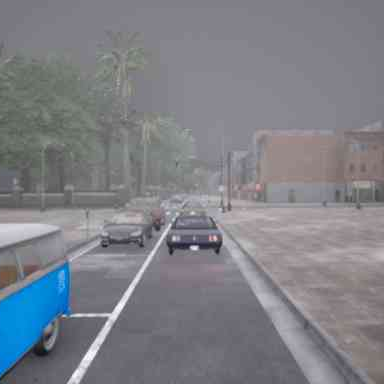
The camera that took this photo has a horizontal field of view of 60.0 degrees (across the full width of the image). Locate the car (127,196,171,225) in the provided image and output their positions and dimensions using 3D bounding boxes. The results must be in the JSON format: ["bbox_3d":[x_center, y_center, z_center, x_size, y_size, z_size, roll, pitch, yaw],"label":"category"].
[{"bbox_3d":[-2.673,1.203,19.780,2.192,1.841,5.009,0,0,0],"label":"car"}]

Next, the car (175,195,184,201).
[{"bbox_3d":[-2.774,1.336,74.996,1.802,1.307,4.206,0,0,0],"label":"car"}]

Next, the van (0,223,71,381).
[{"bbox_3d":[-2.644,1.320,3.388,1.690,1.788,3.998,0,0,0],"label":"van"}]

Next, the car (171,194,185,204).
[{"bbox_3d":[-2.744,1.209,57.929,1.967,1.590,4.097,0,0,0],"label":"car"}]

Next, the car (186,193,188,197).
[{"bbox_3d":[-2.795,1.308,86.373,2.008,1.369,4.403,0,0,0],"label":"car"}]

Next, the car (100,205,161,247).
[{"bbox_3d":[-2.663,1.467,14.318,2.008,1.369,4.403,0,0,0],"label":"car"}]

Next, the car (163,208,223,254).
[{"bbox_3d":[0.078,1.525,13.052,1.895,1.301,4.718,0,0,0],"label":"car"}]

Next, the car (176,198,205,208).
[{"bbox_3d":[0.050,1.427,25.145,1.994,1.385,4.181,0,0,0],"label":"car"}]
